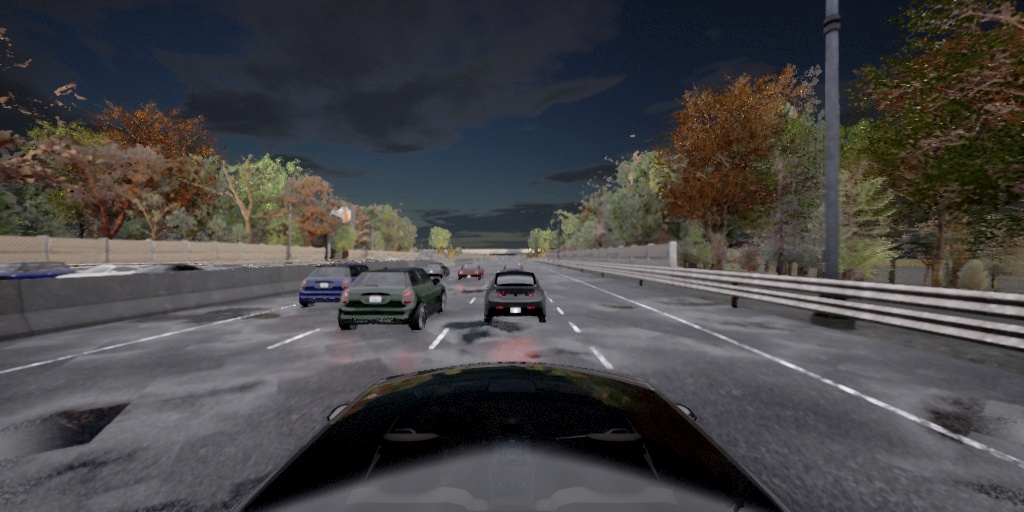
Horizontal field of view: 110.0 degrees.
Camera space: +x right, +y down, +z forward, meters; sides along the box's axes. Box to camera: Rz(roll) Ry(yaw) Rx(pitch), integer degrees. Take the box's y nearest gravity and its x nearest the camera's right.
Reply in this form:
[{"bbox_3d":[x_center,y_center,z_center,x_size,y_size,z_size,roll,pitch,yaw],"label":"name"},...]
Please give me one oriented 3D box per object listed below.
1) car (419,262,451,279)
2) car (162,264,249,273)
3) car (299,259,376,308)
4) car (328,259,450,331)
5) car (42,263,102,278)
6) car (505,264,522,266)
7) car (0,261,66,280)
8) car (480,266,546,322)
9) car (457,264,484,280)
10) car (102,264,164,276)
[{"bbox_3d":[-6.900,1.300,32.688,1.994,1.385,4.181,0,0,0],"label":"car"},{"bbox_3d":[-17.602,1.285,21.865,2.033,1.411,5.357,0,0,0],"label":"car"},{"bbox_3d":[-6.902,1.092,15.291,2.097,1.767,4.553,0,0,0],"label":"car"},{"bbox_3d":[-3.404,1.095,11.058,2.097,1.767,4.553,0,0,0],"label":"car"},{"bbox_3d":[-24.609,1.263,21.897,1.812,1.442,4.674,0,0,0],"label":"car"},{"bbox_3d":[0.100,1.338,30.605,1.895,1.301,4.718,0,0,0],"label":"car"},{"bbox_3d":[-28.099,1.090,20.434,2.097,1.767,4.553,0,0,0],"label":"car"},{"bbox_3d":[0.098,1.247,12.324,1.837,1.490,4.892,0,0,0],"label":"car"},{"bbox_3d":[-3.400,1.338,30.617,1.895,1.301,4.718,0,0,0],"label":"car"},{"bbox_3d":[-21.099,1.243,21.798,1.837,1.490,4.892,0,0,0],"label":"car"}]
